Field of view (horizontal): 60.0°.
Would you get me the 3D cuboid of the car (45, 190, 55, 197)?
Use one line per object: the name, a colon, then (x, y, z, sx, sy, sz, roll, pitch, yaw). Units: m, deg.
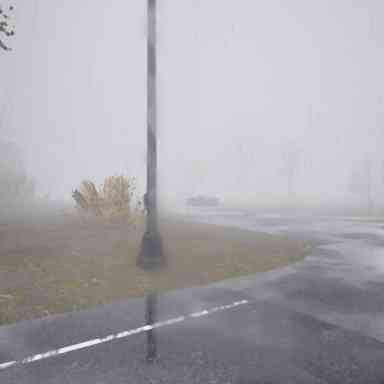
car: (-36.171, 0.313, 84.776, 2.097, 1.767, 4.553, -1, 1, -28)

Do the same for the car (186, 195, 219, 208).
car: (1.135, 1.073, 39.854, 1.882, 1.535, 5.008, -1, 1, -35)
